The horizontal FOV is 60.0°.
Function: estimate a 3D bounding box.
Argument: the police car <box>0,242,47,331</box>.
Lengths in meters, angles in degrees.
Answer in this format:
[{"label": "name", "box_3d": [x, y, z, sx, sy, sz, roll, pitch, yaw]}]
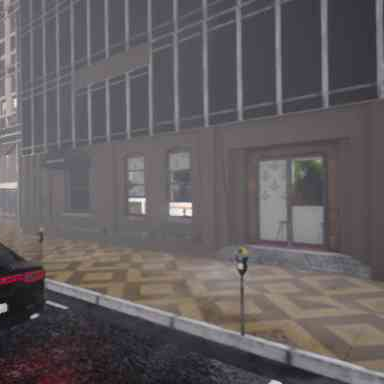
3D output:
[{"label": "police car", "box_3d": [-4.791, 1.491, 6.292, 5.238, 1.638, 1.930, -1, 0, 38]}]
